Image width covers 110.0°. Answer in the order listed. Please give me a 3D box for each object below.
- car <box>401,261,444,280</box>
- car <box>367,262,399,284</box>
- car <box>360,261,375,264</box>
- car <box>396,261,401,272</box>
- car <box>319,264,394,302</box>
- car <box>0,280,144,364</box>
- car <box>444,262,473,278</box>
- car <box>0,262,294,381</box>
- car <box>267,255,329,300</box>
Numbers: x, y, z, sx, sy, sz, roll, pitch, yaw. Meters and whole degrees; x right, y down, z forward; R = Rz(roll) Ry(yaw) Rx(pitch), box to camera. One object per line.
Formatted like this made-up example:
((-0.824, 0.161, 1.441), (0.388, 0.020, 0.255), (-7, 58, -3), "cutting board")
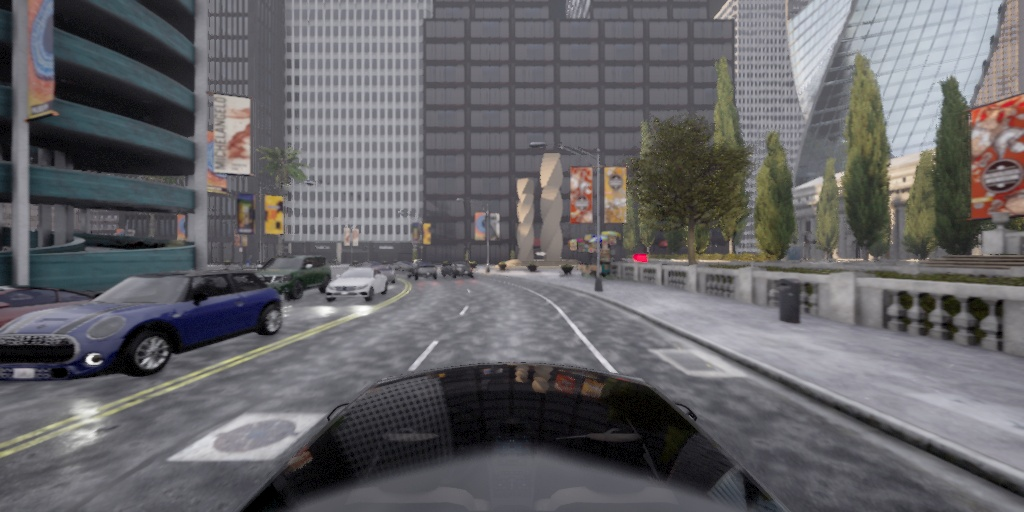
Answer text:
((-7.863, 1.242, 31.086), (2.128, 1.511, 4.902), (0, 0, -27), "car")
((-9.824, 1.353, 27.055), (1.895, 1.301, 4.718), (0, 0, -21), "car")
((-17.204, 1.318, 43.202), (4.181, 1.385, 1.994), (0, 0, 43), "car")
((-13.716, 1.317, 44.718), (4.181, 1.385, 1.994), (0, 0, 44), "car")
((-7.276, 1.277, 17.326), (1.812, 1.442, 4.674), (0, 0, -7), "car")
((-10.547, 1.319, 7.210), (1.994, 1.385, 4.181), (0, 0, 0), "car")
((-5.099, 1.275, 33.343), (1.812, 1.442, 4.674), (0, 0, -29), "car")
((-7.047, 1.104, 7.437), (2.097, 1.767, 4.553), (0, 0, 1), "car")
((-10.889, 0.975, 17.835), (2.150, 2.045, 5.566), (0, 0, -7), "car")
